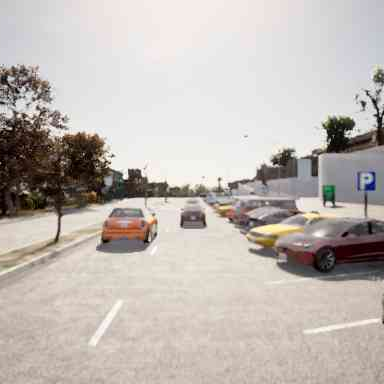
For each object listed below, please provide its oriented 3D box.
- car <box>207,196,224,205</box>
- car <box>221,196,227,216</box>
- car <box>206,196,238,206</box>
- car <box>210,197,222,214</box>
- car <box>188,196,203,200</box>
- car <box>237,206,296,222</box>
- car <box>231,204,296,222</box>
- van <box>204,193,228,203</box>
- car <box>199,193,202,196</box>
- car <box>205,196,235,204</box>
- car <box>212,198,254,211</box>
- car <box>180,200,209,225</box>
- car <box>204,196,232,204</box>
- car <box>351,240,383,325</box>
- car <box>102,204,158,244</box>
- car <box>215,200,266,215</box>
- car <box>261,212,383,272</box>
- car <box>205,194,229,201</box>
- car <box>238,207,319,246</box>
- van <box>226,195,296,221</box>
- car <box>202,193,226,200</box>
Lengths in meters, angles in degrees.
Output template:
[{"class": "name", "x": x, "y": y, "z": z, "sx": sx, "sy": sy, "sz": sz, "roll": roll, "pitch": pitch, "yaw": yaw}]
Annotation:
[{"class": "car", "x": 4.862, "y": 1.518, "z": 37.807, "sx": 5.366, "sy": 1.575, "sz": 1.946, "roll": 1, "pitch": 0, "yaw": -20}, {"class": "car", "x": 5.019, "y": 1.454, "z": 25.931, "sx": 4.553, "sy": 1.767, "sz": 2.185, "roll": 1, "pitch": 0, "yaw": -20}, {"class": "car", "x": 5.025, "y": 1.486, "z": 55.762, "sx": 5.008, "sy": 1.535, "sz": 2.097, "roll": 1, "pitch": 0, "yaw": -20}, {"class": "car", "x": 4.867, "y": 1.549, "z": 31.841, "sx": 5.366, "sy": 1.575, "sz": 1.946, "roll": 1, "pitch": 1, "yaw": -20}, {"class": "car", "x": 0.069, "y": 1.543, "z": 41.577, "sx": 1.812, "sy": 1.442, "sz": 4.674, "roll": 0, "pitch": 0, "yaw": 0}, {"class": "car", "x": 5.081, "y": 1.620, "z": 16.999, "sx": 4.792, "sy": 1.488, "sz": 2.163, "roll": 1, "pitch": 0, "yaw": -20}, {"class": "car", "x": 5.047, "y": 1.629, "z": 19.971, "sx": 4.674, "sy": 1.452, "sz": 2.002, "roll": 1, "pitch": 0, "yaw": -20}, {"class": "van", "x": 4.902, "y": 1.273, "z": 67.652, "sx": 4.442, "sy": 1.987, "sz": 1.878, "roll": 1, "pitch": 0, "yaw": -20}, {"class": "car", "x": 4.833, "y": 1.500, "z": 70.610, "sx": 5.366, "sy": 1.575, "sz": 1.946, "roll": 1, "pitch": 0, "yaw": -20}, {"class": "car", "x": 5.187, "y": 1.490, "z": 61.795, "sx": 5.366, "sy": 1.575, "sz": 1.946, "roll": 1, "pitch": 0, "yaw": -20}, {"class": "car", "x": 5.028, "y": 1.551, "z": 40.856, "sx": 4.674, "sy": 1.452, "sz": 2.002, "roll": 1, "pitch": 0, "yaw": -20}, {"class": "car", "x": 0.085, "y": 1.618, "z": 24.996, "sx": 1.812, "sy": 1.442, "sz": 4.674, "roll": 0, "pitch": 0, "yaw": 0}, {"class": "car", "x": 5.037, "y": 1.526, "z": 64.725, "sx": 4.792, "sy": 1.488, "sz": 2.163, "roll": 1, "pitch": 0, "yaw": -20}, {"class": "car", "x": 5.062, "y": 1.572, "z": 5.045, "sx": 4.674, "sy": 1.452, "sz": 2.002, "roll": 1, "pitch": -1, "yaw": -20}, {"class": "car", "x": -2.915, "y": 1.449, "z": 16.455, "sx": 2.097, "sy": 1.767, "sz": 4.553, "roll": 0, "pitch": 0, "yaw": 0}, {"class": "car", "x": 5.064, "y": 1.568, "z": 34.903, "sx": 4.792, "sy": 1.488, "sz": 2.163, "roll": 1, "pitch": 0, "yaw": -20}, {"class": "car", "x": 5.032, "y": 1.599, "z": 11.002, "sx": 4.792, "sy": 1.488, "sz": 2.163, "roll": 1, "pitch": 0, "yaw": -20}, {"class": "car", "x": 5.034, "y": 1.490, "z": 49.796, "sx": 4.892, "sy": 1.521, "sz": 2.231, "roll": 1, "pitch": 0, "yaw": -20}, {"class": "car", "x": 4.885, "y": 1.575, "z": 13.930, "sx": 5.366, "sy": 1.575, "sz": 1.946, "roll": 1, "pitch": 0, "yaw": -20}, {"class": "van", "x": 4.944, "y": 1.361, "z": 22.903, "sx": 4.442, "sy": 1.987, "sz": 1.878, "roll": 1, "pitch": 1, "yaw": -20}, {"class": "car", "x": 5.051, "y": 1.235, "z": 52.798, "sx": 5.566, "sy": 2.045, "sz": 2.435, "roll": 1, "pitch": 0, "yaw": -20}]
